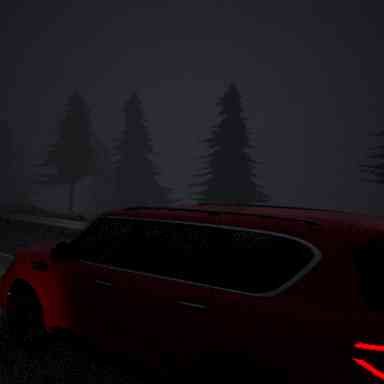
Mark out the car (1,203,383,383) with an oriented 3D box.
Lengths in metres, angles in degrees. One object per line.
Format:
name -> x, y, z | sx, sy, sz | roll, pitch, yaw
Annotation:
car -> -0.217, 1.163, 4.235 | 5.566, 2.045, 2.150 | 2, 1, 37
